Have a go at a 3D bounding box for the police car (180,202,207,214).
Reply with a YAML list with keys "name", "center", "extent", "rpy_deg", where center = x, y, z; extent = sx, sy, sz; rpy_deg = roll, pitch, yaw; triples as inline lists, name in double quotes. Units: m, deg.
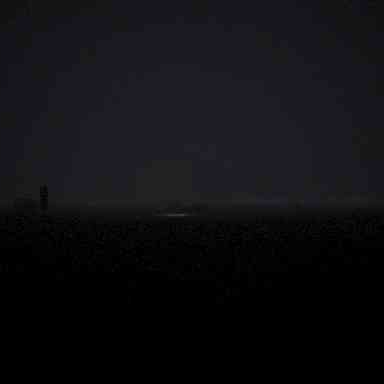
- name: "police car"
  center: [0.222, 2.213, 47.445]
  extent: [1.930, 1.638, 5.238]
  rpy_deg: [-1, -2, 35]
